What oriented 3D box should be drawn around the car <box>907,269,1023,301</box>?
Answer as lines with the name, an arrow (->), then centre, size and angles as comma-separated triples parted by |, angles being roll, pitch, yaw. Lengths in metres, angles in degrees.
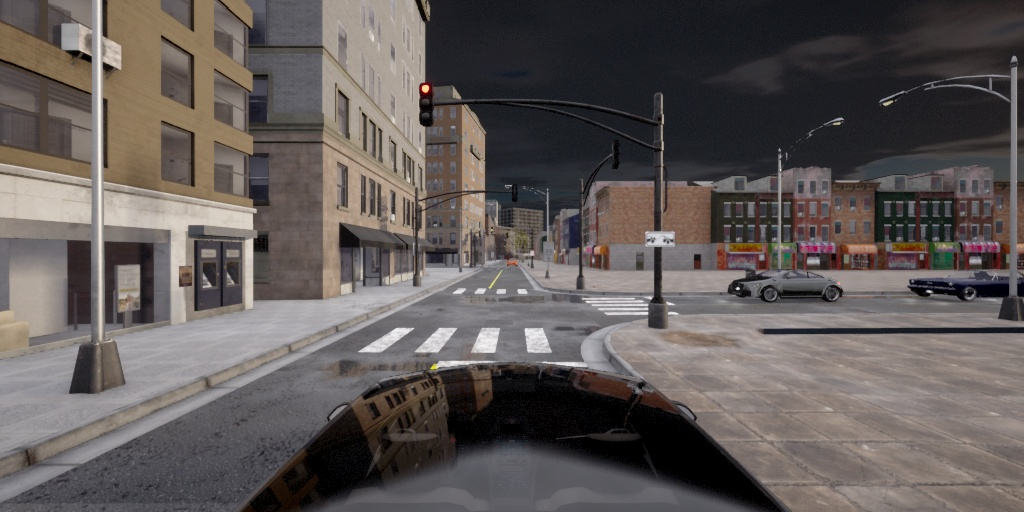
car -> 20.822, 1.265, 16.007 | 4.718, 1.301, 1.895 | 0, 0, 0

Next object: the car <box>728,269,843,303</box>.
car -> 12.036, 1.261, 15.957 | 4.181, 1.385, 1.994 | 0, 0, 0
